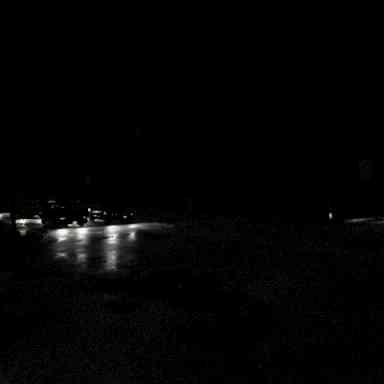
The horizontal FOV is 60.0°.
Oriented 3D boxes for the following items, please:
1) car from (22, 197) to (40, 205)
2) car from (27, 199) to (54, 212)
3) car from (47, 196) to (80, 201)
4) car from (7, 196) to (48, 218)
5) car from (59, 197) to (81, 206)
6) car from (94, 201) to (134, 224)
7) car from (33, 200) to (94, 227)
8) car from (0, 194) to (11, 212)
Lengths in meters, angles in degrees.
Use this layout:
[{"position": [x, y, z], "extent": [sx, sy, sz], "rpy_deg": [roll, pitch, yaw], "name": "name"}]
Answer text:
[{"position": [-28.308, 1.557, 58.265], "extent": [1.895, 1.301, 4.718], "rpy_deg": [0, 0, -38], "name": "car"}, {"position": [-18.180, 1.567, 39.844], "extent": [1.895, 1.301, 4.718], "rpy_deg": [0, 0, -39], "name": "car"}, {"position": [-12.003, 1.456, 32.142], "extent": [2.128, 1.511, 4.902], "rpy_deg": [0, 0, -39], "name": "car"}, {"position": [-15.067, 1.456, 30.366], "extent": [1.882, 1.535, 5.008], "rpy_deg": [0, 0, -39], "name": "car"}, {"position": [-19.464, 1.540, 52.944], "extent": [1.895, 1.301, 4.718], "rpy_deg": [0, 0, -39], "name": "car"}, {"position": [-6.113, 1.467, 24.803], "extent": [1.837, 1.490, 4.892], "rpy_deg": [0, 0, -39], "name": "car"}, {"position": [-8.930, 1.524, 22.722], "extent": [2.033, 1.411, 5.357], "rpy_deg": [0, 0, -39], "name": "car"}, {"position": [-21.606, 1.202, 38.522], "extent": [2.150, 2.045, 5.566], "rpy_deg": [0, 0, -38], "name": "car"}]
